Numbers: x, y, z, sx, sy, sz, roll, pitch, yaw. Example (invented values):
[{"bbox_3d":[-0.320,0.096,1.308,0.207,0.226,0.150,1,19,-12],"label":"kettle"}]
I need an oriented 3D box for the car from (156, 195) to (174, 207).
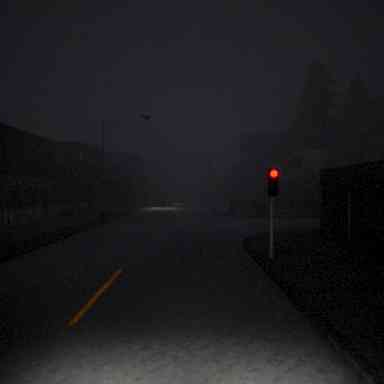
[{"bbox_3d":[-4.072,1.353,47.639,1.882,1.535,5.008,0,0,0],"label":"car"}]

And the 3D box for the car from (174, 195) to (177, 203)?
[{"bbox_3d":[-4.006,1.340,63.705,1.837,1.490,4.892,0,0,1],"label":"car"}]
